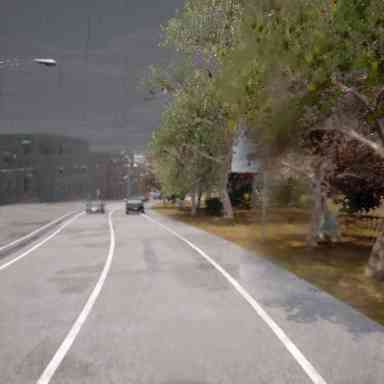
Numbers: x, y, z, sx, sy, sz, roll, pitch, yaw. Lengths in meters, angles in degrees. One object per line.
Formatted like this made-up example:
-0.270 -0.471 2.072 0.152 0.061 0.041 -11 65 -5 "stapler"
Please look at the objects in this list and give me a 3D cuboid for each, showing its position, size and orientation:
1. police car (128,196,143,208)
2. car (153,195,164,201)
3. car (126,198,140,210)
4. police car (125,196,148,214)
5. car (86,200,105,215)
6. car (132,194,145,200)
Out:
-8.856 1.511 52.339 1.930 1.638 5.238 -1 0 -5 "police car"
-8.399 1.404 84.354 1.837 1.490 4.892 1 0 11 "car"
-8.147 1.620 46.379 1.812 1.442 4.674 -1 0 -8 "car"
-6.373 1.508 36.814 1.930 1.638 5.238 -2 0 -13 "police car"
-10.820 1.682 37.515 2.128 1.511 4.902 -1 0 -12 "car"
-12.596 1.232 78.680 1.895 1.301 4.718 0 0 7 "car"
